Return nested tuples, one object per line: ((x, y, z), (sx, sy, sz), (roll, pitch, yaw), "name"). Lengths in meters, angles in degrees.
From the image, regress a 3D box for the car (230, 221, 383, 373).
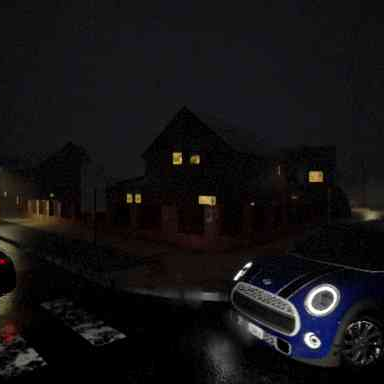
((2.865, 1.305, 5.553), (4.553, 1.767, 2.097), (0, 0, -27), "car")

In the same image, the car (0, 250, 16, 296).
((-5.677, 1.586, 7.655), (1.994, 1.385, 4.181), (-2, 1, -45), "car")
